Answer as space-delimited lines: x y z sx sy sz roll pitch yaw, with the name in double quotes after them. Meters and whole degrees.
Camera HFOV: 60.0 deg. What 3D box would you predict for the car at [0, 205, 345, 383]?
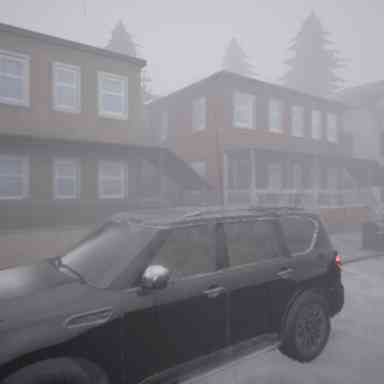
-0.283 1.223 4.358 5.566 2.045 2.150 0 0 -35 "car"
